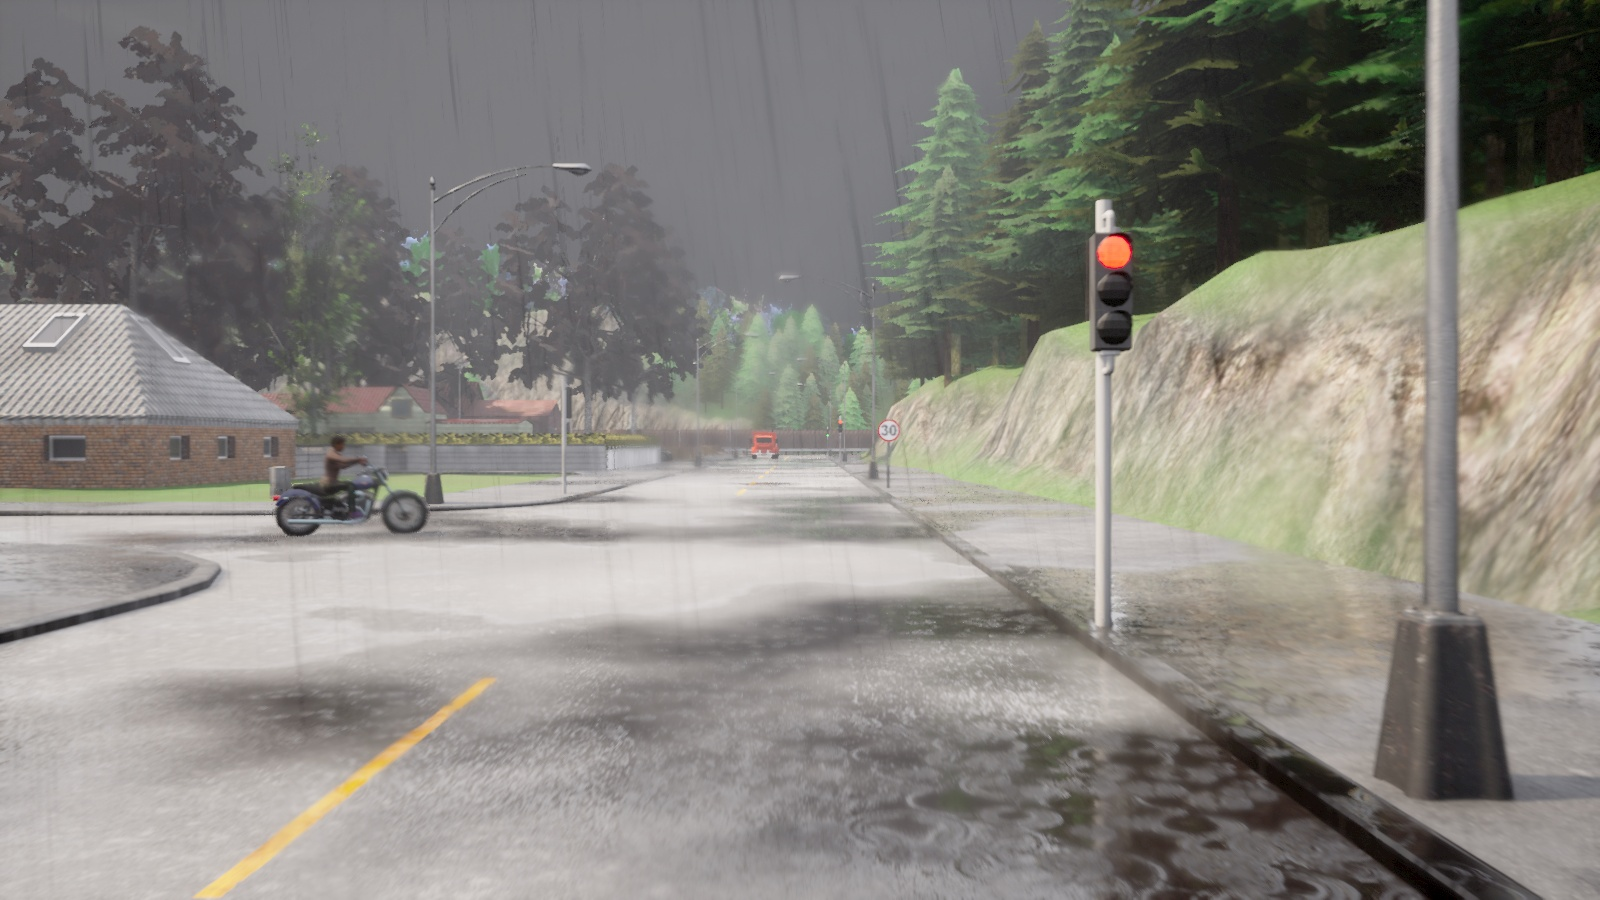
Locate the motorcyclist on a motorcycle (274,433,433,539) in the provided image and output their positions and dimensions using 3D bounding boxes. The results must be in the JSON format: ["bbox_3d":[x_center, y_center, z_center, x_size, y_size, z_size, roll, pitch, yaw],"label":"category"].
[{"bbox_3d":[-7.166,0.574,20.273,2.350,1.649,0.766,0,-1,-15],"label":"motorcyclist on a motorcycle"}]

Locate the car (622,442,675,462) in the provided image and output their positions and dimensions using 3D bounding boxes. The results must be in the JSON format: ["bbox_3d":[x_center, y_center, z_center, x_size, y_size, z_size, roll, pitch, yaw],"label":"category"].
[{"bbox_3d":[-11.306,0.160,93.717,3.806,1.475,1.970,0,0,-2],"label":"car"}]
